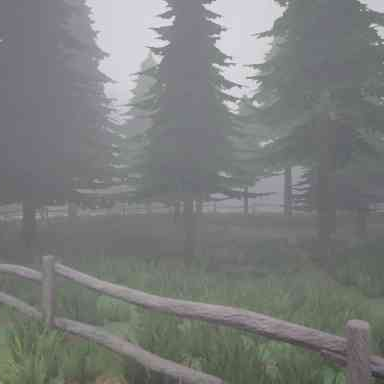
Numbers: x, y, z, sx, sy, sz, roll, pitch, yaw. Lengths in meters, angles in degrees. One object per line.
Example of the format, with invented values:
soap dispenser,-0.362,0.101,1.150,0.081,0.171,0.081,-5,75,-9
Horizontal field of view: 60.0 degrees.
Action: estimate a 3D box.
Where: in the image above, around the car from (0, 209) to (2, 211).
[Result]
car,-15.369,1.532,23.288,1.837,1.490,4.892,-2,-1,31
